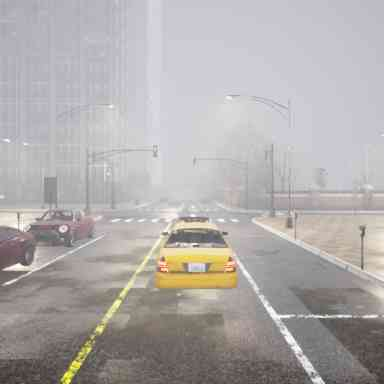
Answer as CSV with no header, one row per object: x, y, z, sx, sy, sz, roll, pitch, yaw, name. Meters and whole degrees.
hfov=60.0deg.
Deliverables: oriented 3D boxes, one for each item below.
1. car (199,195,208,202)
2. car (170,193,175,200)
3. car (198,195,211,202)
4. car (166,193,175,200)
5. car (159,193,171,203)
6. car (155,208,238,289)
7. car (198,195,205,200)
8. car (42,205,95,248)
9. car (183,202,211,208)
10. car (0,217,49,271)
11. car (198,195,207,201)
2.609,1.454,74.720,1.887,1.381,4.507,0,0,0,car
-5.928,1.323,85.779,1.967,1.590,4.097,0,0,0,car
2.682,1.492,63.605,1.947,1.339,4.313,0,0,0,car
-5.933,1.181,91.337,2.192,1.841,5.009,0,0,0,car
-5.911,1.485,69.095,1.947,1.339,4.313,0,0,0,car
0.089,1.454,9.081,1.801,1.575,5.366,0,0,0,car
2.592,1.411,91.402,1.887,1.381,4.507,0,0,0,car
-5.706,1.433,14.572,1.967,1.590,4.097,0,0,0,car
0.095,1.535,19.344,2.033,1.411,5.357,0,0,0,car
-5.700,1.579,8.879,1.802,1.307,4.206,0,0,0,car
2.603,1.448,80.280,2.008,1.369,4.403,0,0,0,car
